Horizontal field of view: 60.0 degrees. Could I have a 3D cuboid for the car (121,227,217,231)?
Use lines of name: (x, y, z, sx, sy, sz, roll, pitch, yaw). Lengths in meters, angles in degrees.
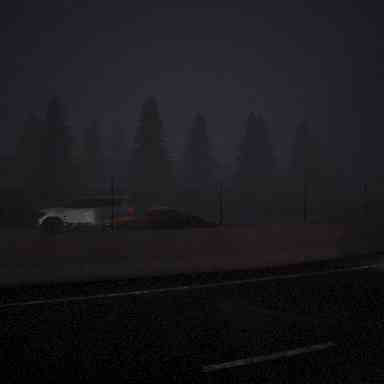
car: (-0.892, 1.564, 13.421, 4.181, 1.385, 1.994, 0, 0, -22)
